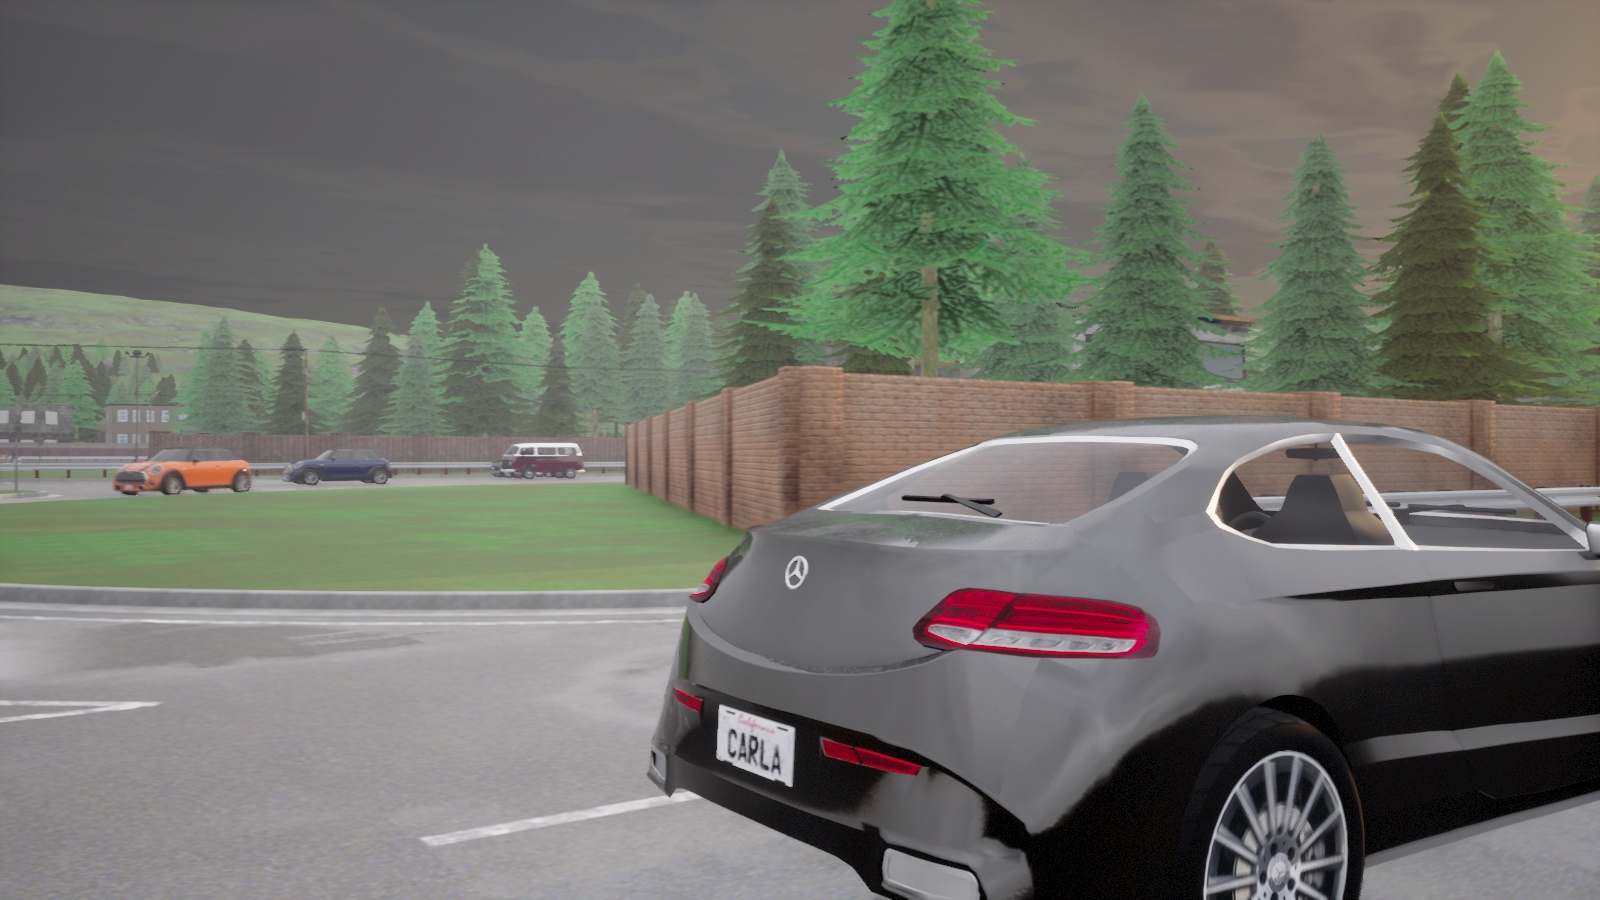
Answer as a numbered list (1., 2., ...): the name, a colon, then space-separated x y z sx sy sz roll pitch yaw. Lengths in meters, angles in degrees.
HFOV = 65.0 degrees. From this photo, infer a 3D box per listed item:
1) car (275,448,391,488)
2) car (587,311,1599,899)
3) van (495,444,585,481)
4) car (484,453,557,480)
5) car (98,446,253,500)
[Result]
1. car: -21.113 0.787 56.804 4.553 1.767 2.097 0 0 -35
2. car: 1.923 0.532 4.998 5.027 1.651 2.152 0 0 -35
3. van: -14.481 0.670 69.991 4.480 2.038 2.069 0 0 -35
4. car: -16.245 0.937 73.028 3.705 1.549 1.789 0 0 -35
5. car: -21.345 0.754 43.123 2.097 1.767 4.553 0 0 20
